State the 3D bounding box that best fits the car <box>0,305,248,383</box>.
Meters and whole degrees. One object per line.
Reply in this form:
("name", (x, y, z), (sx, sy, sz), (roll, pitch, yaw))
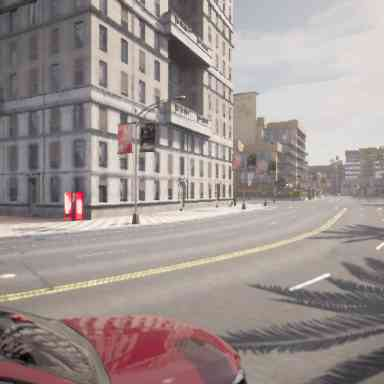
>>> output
("car", (-1.643, 1.517, 2.107), (4.674, 1.442, 1.812), (0, 0, -36))
